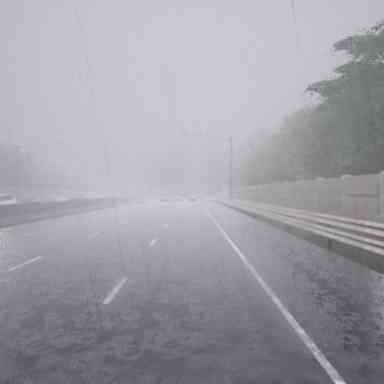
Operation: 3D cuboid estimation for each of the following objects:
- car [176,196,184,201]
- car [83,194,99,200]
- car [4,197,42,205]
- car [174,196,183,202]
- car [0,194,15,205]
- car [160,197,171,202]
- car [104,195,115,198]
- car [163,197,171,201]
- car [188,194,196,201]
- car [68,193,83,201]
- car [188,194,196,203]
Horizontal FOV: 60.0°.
[{"bbox_3d":[-3.403,1.879,92.483,2.033,1.411,5.357,0,-1,0],"label":"car"},{"bbox_3d":[-20.925,1.534,70.688,1.882,1.535,5.008,0,-1,0],"label":"car"},{"bbox_3d":[-17.463,1.515,35.653,2.128,1.511,4.902,0,0,0],"label":"car"},{"bbox_3d":[-3.414,1.856,82.480,1.812,1.442,4.674,0,-1,0],"label":"car"},{"bbox_3d":[-20.962,1.287,35.628,2.150,2.045,5.566,0,0,0],"label":"car"},{"bbox_3d":[-6.914,1.918,82.479,1.895,1.301,4.718,0,-1,0],"label":"car"},{"bbox_3d":[-17.425,1.420,70.715,2.097,1.767,4.553,0,-1,0],"label":"car"},{"bbox_3d":[-6.903,1.927,92.516,1.895,1.301,4.718,0,-1,0],"label":"car"},{"bbox_3d":[0.098,1.573,92.514,2.150,2.045,5.566,0,-1,0],"label":"car"},{"bbox_3d":[-24.425,1.274,70.664,2.150,2.045,5.566,0,-1,0],"label":"car"},{"bbox_3d":[0.086,1.812,82.060,1.882,1.535,5.008,0,-1,0],"label":"car"}]
